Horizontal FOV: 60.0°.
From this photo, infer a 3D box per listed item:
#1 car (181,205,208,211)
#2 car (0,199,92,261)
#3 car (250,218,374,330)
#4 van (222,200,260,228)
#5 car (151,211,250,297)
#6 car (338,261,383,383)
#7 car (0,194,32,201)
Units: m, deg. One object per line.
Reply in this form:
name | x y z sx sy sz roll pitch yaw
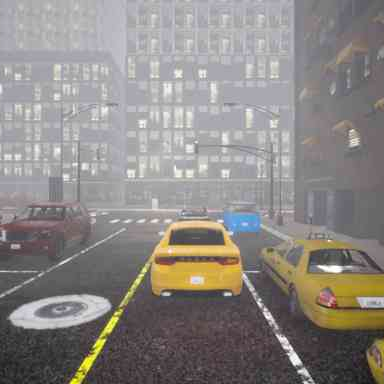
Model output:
car | 0.133 1.497 19.095 2.128 1.511 4.902 0 0 0
car | -5.292 1.318 12.495 2.192 1.841 5.009 0 0 0
car | 2.579 1.527 7.012 1.752 1.417 4.829 0 0 0
van | 2.597 1.346 18.122 1.690 1.788 3.998 0 0 0
car | 0.112 1.479 8.623 1.882 1.535 5.008 0 0 0
car | 2.570 1.525 1.372 1.752 1.417 4.829 0 0 0
car | -20.815 1.112 38.136 5.009 1.841 2.192 1 -1 0
